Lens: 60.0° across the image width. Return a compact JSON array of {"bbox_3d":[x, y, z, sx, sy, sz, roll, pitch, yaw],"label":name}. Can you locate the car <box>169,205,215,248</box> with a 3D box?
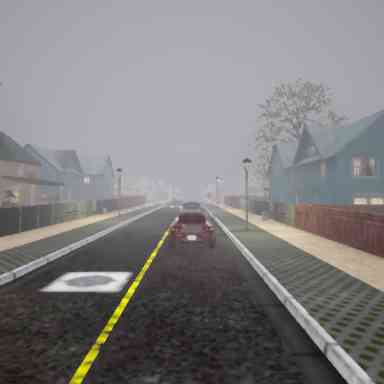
[{"bbox_3d":[0.000,1.532,14.650,1.812,1.442,4.674,0,0,0],"label":"car"}]

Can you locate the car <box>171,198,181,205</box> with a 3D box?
[{"bbox_3d":[-2.750,1.813,60.623,1.895,1.301,4.718,0,0,0],"label":"car"}]

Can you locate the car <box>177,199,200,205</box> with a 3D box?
[{"bbox_3d":[0.000,1.576,29.652,2.033,1.411,5.357,0,0,0],"label":"car"}]
